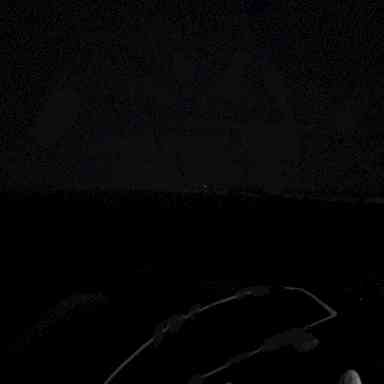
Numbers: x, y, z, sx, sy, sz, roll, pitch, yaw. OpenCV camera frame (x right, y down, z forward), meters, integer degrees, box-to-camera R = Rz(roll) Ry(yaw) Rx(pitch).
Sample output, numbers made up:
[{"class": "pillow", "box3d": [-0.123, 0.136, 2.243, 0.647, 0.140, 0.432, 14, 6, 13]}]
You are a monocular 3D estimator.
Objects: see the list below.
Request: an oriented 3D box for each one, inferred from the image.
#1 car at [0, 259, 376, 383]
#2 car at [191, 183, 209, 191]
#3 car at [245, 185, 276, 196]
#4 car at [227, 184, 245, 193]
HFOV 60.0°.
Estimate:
[{"class": "car", "box3d": [-0.290, 1.483, 2.863, 4.892, 1.490, 1.837, -1, 1, -36]}, {"class": "car", "box3d": [1.760, -1.118, 71.539, 2.128, 1.511, 4.902, -4, 4, -35]}, {"class": "car", "box3d": [11.269, -0.386, 53.187, 2.097, 1.767, 4.553, -4, 4, -35]}, {"class": "car", "box3d": [8.550, -0.688, 62.012, 1.837, 1.490, 4.892, -4, 4, -34]}]
